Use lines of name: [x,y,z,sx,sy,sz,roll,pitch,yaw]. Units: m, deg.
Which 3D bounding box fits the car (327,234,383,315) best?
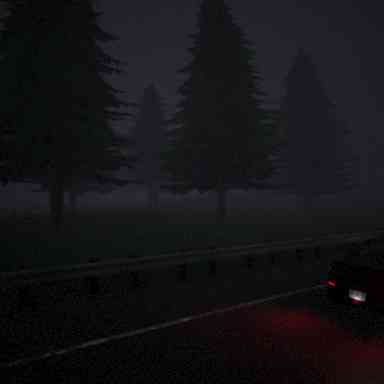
car: [4.720,1.593,6.919,4.674,1.442,1.812,0,0,-34]
